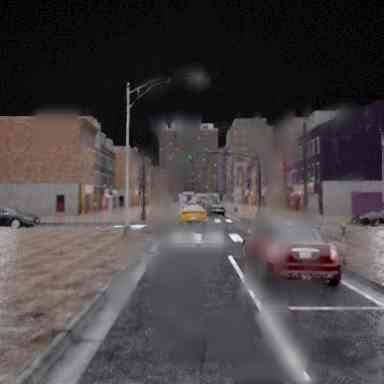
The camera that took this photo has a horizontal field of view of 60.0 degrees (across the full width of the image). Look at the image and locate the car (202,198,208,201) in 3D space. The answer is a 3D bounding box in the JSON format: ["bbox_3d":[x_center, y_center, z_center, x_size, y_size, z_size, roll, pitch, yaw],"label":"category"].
[{"bbox_3d":[2.675,2.012,47.549,1.752,1.417,4.829,1,-1,0],"label":"car"}]

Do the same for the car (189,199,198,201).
[{"bbox_3d":[0.028,2.311,67.188,1.812,1.442,4.674,0,-1,0],"label":"car"}]

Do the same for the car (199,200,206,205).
[{"bbox_3d":[2.685,2.680,85.439,1.802,1.307,4.206,1,-1,0],"label":"car"}]

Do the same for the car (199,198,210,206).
[{"bbox_3d":[2.688,2.222,74.569,2.192,1.841,5.009,1,-1,0],"label":"car"}]

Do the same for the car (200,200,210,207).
[{"bbox_3d":[2.682,2.345,69.298,1.752,1.417,4.829,1,-1,0],"label":"car"}]

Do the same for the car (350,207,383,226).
[{"bbox_3d":[14.725,1.772,24.550,5.357,1.411,2.033,0,-2,3],"label":"car"}]

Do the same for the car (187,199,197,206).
[{"bbox_3d":[0.030,2.477,77.171,2.128,1.511,4.902,0,-1,0],"label":"car"}]

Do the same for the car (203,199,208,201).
[{"bbox_3d":[2.672,1.978,41.942,1.947,1.339,4.313,1,-1,0],"label":"car"}]

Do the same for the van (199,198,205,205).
[{"bbox_3d":[2.692,2.540,90.880,1.690,1.788,3.998,1,-1,0],"label":"van"}]

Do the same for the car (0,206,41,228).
[{"bbox_3d":[-12.511,1.668,21.824,4.892,1.490,1.837,0,-2,1],"label":"car"}]

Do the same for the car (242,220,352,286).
[{"bbox_3d":[2.667,1.519,9.761,1.967,1.590,4.097,2,0,0],"label":"car"}]

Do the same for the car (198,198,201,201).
[{"bbox_3d":[2.680,2.257,63.860,1.752,1.417,4.829,1,-1,0],"label":"car"}]

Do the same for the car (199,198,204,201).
[{"bbox_3d":[2.677,2.210,58.253,1.947,1.339,4.313,1,-1,0],"label":"car"}]

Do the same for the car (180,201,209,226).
[{"bbox_3d":[0.109,1.727,25.768,1.882,1.535,5.008,0,-1,0],"label":"car"}]

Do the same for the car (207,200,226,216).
[{"bbox_3d":[2.671,1.910,36.506,1.947,1.339,4.313,1,-1,0],"label":"car"}]
